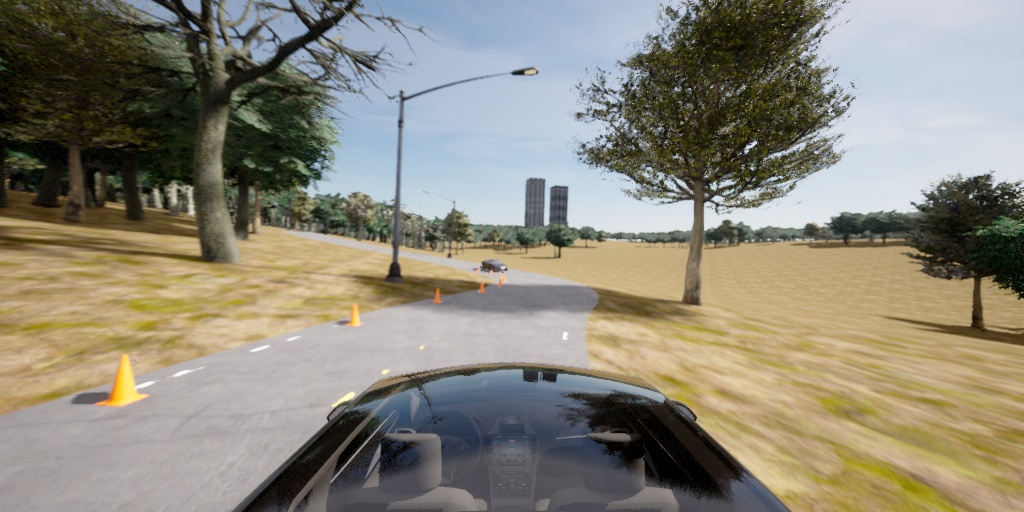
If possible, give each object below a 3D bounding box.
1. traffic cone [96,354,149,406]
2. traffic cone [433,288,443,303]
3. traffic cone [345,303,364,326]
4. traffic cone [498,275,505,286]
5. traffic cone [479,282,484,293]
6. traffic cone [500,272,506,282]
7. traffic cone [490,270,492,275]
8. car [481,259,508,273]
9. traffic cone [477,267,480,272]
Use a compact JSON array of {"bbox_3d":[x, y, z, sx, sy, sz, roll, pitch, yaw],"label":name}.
[{"bbox_3d":[-4.978,1.555,4.592,0.340,0.580,0.340,0,0,4],"label":"traffic cone"},{"bbox_3d":[-3.118,1.629,14.977,0.340,0.580,0.340,0,0,16],"label":"traffic cone"},{"bbox_3d":[-4.318,1.582,9.833,0.340,0.580,0.340,0,0,10],"label":"traffic cone"},{"bbox_3d":[-0.803,1.751,24.223,0.340,0.580,0.340,0,0,6],"label":"traffic cone"},{"bbox_3d":[-1.654,1.697,19.693,0.340,0.580,0.340,0,0,15],"label":"traffic cone"},{"bbox_3d":[-0.610,1.782,28.829,0.340,0.580,0.340,0,0,-2],"label":"traffic cone"},{"bbox_3d":[-2.195,1.729,37.884,0.340,0.580,0.340,0,0,-18],"label":"traffic cone"},{"bbox_3d":[-2.142,1.111,43.175,2.128,1.511,4.902,1,2,-28],"label":"car"},{"bbox_3d":[-3.938,1.553,42.143,0.340,0.580,0.340,0,0,-26],"label":"traffic cone"}]
